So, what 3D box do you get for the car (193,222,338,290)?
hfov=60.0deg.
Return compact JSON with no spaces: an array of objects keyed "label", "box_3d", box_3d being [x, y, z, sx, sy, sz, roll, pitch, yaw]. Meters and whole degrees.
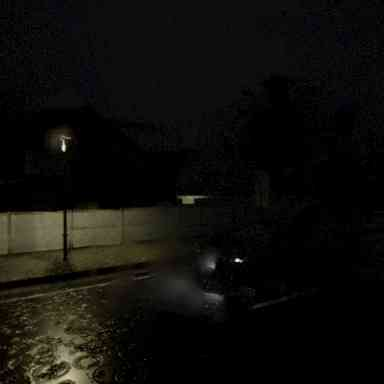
[{"label":"car","box_3d":[2.080,1.533,9.036,4.181,1.385,1.994,0,0,-35]}]
